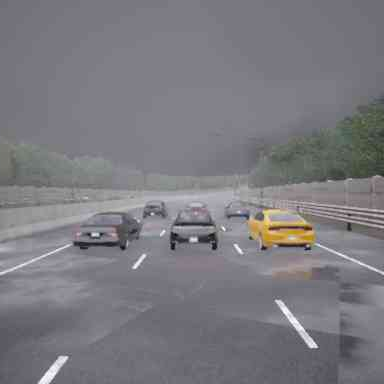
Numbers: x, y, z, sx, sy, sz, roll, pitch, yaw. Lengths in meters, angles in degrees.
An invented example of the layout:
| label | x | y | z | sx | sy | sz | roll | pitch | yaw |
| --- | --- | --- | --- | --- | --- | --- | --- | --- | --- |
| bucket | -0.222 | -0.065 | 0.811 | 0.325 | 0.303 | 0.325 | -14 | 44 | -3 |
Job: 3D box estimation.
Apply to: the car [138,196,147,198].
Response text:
| label | x | y | z | sx | sy | sz | roll | pitch | yaw |
| --- | --- | --- | --- | --- | --- | --- | --- | --- | --- |
| car | -11.416 | 1.602 | 78.049 | 1.882 | 1.535 | 5.008 | 0 | 0 | 4 |

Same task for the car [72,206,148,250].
| label | x | y | z | sx | sy | sz | roll | pitch | yaw |
| --- | --- | --- | --- | --- | --- | --- | --- | --- | --- |
| car | -3.409 | 1.563 | 14.325 | 2.033 | 1.411 | 5.357 | 0 | 0 | 1 |

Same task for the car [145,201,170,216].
| label | x | y | z | sx | sy | sz | roll | pitch | yaw |
| --- | --- | --- | --- | --- | --- | --- | --- | --- | --- |
| car | -3.128 | 1.525 | 29.264 | 1.837 | 1.490 | 4.892 | 0 | 0 | 1 |

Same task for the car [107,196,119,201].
| label | x | y | z | sx | sy | sz | roll | pitch | yaw |
| --- | --- | --- | --- | --- | --- | --- | --- | --- | --- |
| car | -18.399 | 1.648 | 78.526 | 2.033 | 1.411 | 5.357 | 0 | 0 | 4 |

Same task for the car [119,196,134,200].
| label | x | y | z | sx | sy | sz | roll | pitch | yaw |
| --- | --- | --- | --- | --- | --- | --- | --- | --- | --- |
| car | -14.907 | 1.594 | 78.288 | 1.882 | 1.535 | 5.008 | 0 | 0 | 4 |

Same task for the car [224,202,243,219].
| label | x | y | z | sx | sy | sz | roll | pitch | yaw |
| --- | --- | --- | --- | --- | --- | --- | --- | --- | --- |
| car | 3.870 | 1.586 | 29.089 | 1.994 | 1.385 | 4.181 | 0 | 0 | 1 |

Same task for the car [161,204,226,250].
| label | x | y | z | sx | sy | sz | roll | pitch | yaw |
| --- | --- | --- | --- | --- | --- | --- | --- | --- | --- |
| car | 0.091 | 1.496 | 14.281 | 2.128 | 1.511 | 4.902 | 0 | 0 | 1 |

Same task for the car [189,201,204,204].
| label | x | y | z | sx | sy | sz | roll | pitch | yaw |
| --- | --- | --- | --- | --- | --- | --- | --- | --- | --- |
| car | 0.371 | 1.544 | 29.176 | 1.812 | 1.442 | 4.674 | 0 | 0 | 1 |

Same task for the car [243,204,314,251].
| label | x | y | z | sx | sy | sz | roll | pitch | yaw |
| --- | --- | --- | --- | --- | --- | --- | --- | --- | --- |
| car | 3.591 | 1.487 | 14.238 | 1.882 | 1.535 | 5.008 | 0 | 0 | 1 |
